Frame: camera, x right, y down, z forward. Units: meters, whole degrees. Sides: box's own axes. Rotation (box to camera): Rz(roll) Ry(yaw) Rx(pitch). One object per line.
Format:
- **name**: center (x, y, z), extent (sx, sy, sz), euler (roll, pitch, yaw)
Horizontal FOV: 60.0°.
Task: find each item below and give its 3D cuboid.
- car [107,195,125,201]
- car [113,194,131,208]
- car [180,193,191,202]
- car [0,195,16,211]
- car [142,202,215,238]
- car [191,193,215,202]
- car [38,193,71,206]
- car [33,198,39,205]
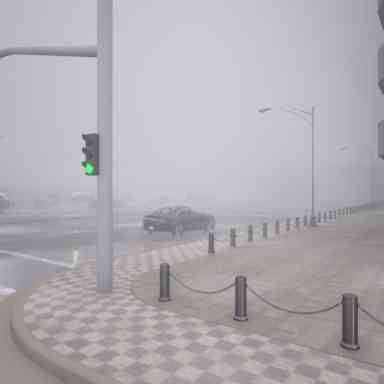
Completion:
- **car**: center (-18.123, 1.441, 79.189), extent (1.970, 1.475, 3.806), euler (0, 0, 36)
- **car**: center (-12.376, 1.444, 53.426), extent (1.970, 1.475, 3.806), euler (0, 0, 36)
- **car**: center (0.095, 1.206, 65.952), extent (1.905, 1.878, 3.866), euler (0, 0, 36)
- **car**: center (-25.930, 1.443, 44.615), extent (1.970, 1.475, 3.806), euler (0, 0, 36)
- **car**: center (-0.568, 1.546, 18.197), extent (2.128, 1.511, 4.902), euler (0, 0, 36)
- **car**: center (2.402, 1.203, 64.204), extent (1.932, 1.855, 4.605), euler (0, 0, 36)
- **car**: center (-26.088, 1.200, 63.301), extent (1.932, 1.855, 4.605), euler (0, 0, 36)
- **car**: center (-28.391, 1.410, 65.058), extent (1.784, 1.438, 3.905), euler (0, 0, 36)
